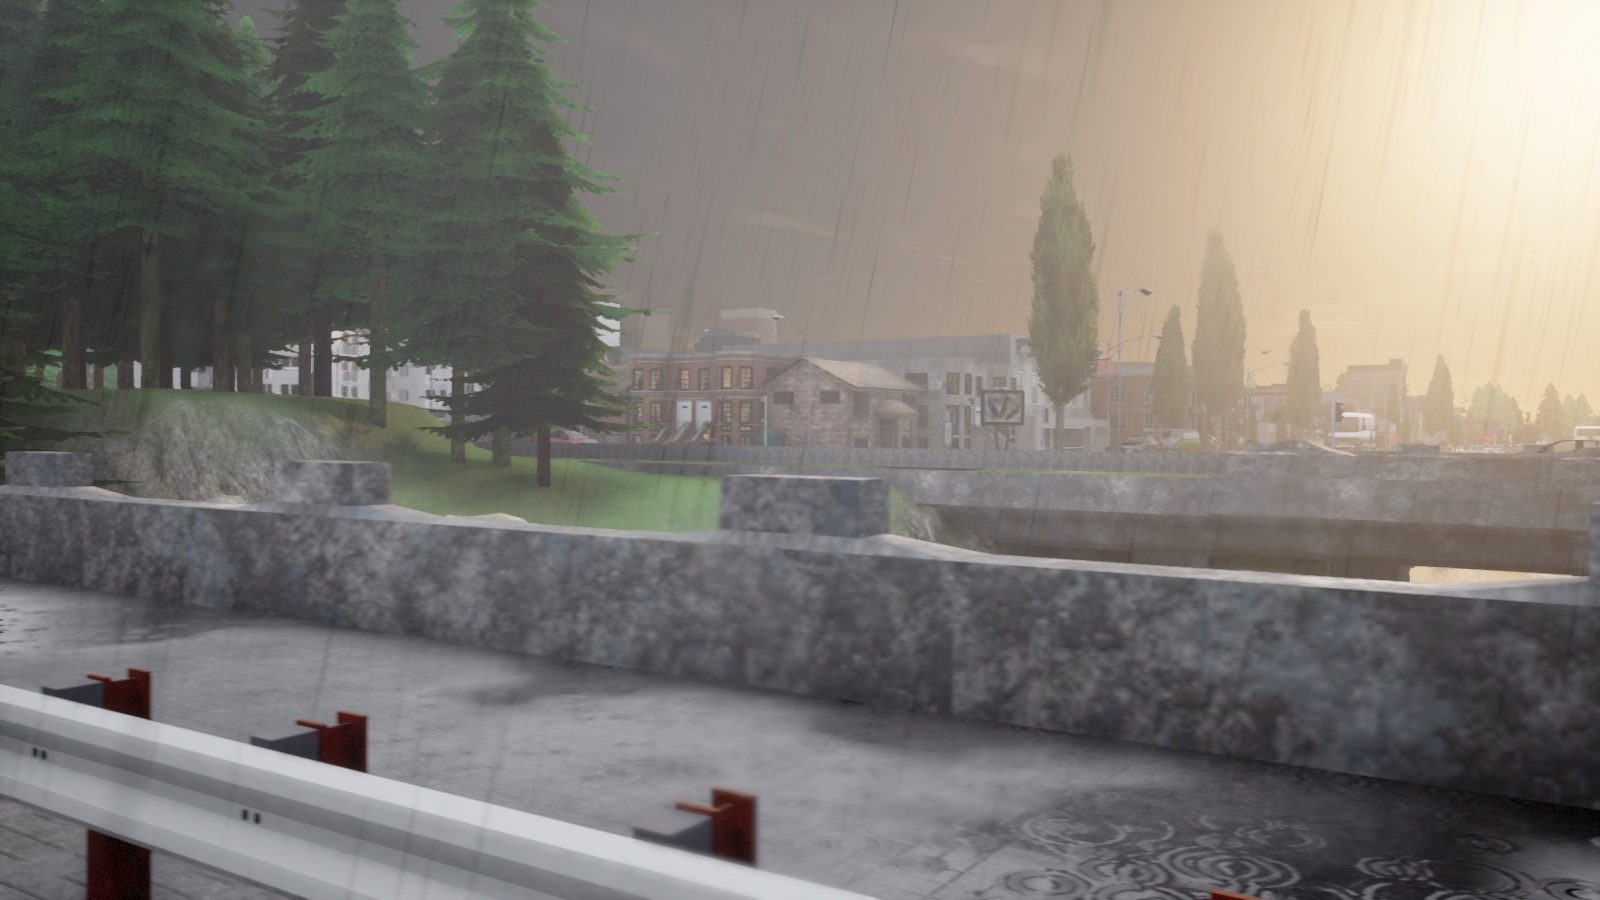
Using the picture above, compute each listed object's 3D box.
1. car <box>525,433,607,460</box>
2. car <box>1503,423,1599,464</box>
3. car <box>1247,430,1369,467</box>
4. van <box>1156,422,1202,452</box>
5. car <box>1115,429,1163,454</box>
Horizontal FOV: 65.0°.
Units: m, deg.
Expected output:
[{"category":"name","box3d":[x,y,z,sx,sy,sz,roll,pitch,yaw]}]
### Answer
[{"category":"car","box3d":[-13.573,-0.191,72.741,4.514,1.525,2.007,0,1,34]},{"category":"car","box3d":[29.892,-0.256,48.600,4.514,1.525,2.007,0,1,34]},{"category":"car","box3d":[20.306,-0.074,50.224,4.181,1.385,1.994,0,1,36]},{"category":"van","box3d":[25.854,-0.921,85.542,1.775,1.987,4.442,0,1,34]},{"category":"car","box3d":[21.261,-0.556,78.640,1.789,1.549,3.705,0,1,34]}]
